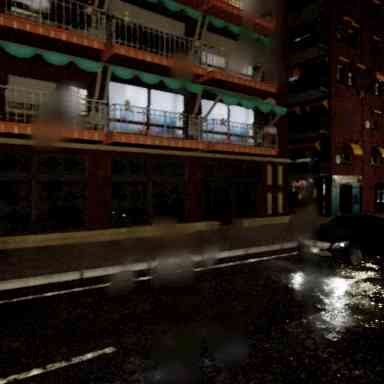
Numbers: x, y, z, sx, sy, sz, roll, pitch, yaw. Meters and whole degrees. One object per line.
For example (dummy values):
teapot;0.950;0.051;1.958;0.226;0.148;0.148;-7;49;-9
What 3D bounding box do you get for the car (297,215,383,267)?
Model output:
car;5.695;1.540;11.634;4.674;1.442;1.812;0;0;-35
